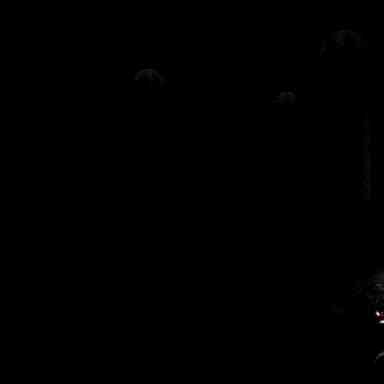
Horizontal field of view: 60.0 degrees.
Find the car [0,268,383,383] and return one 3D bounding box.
[{"bbox_3d":[0.210,1.553,3.246,4.181,1.385,1.994,0,0,-36],"label":"car"}]
